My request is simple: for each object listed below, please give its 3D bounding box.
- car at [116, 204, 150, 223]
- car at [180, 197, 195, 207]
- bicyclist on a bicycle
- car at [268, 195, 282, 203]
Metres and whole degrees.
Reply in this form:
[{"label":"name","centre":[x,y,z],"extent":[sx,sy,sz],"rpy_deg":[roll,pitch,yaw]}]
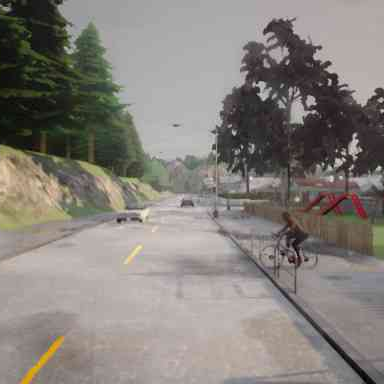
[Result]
[{"label":"car","centre":[-4.406,1.593,25.192],"extent":[1.895,1.301,4.718],"rpy_deg":[0,0,-1]},{"label":"car","centre":[-0.684,1.509,49.160],"extent":[1.812,1.442,4.674],"rpy_deg":[0,0,-2]},{"label":"bicyclist on a bicycle","centre":[2.716,1.384,9.232],"extent":[1.656,1.620,0.582],"rpy_deg":[4,0,-1]},{"label":"car","centre":[14.830,1.280,60.211],"extent":[1.994,1.381,4.181],"rpy_deg":[0,0,-1]}]
